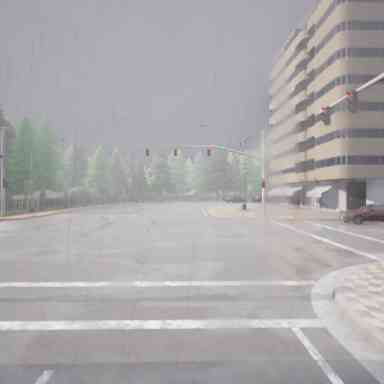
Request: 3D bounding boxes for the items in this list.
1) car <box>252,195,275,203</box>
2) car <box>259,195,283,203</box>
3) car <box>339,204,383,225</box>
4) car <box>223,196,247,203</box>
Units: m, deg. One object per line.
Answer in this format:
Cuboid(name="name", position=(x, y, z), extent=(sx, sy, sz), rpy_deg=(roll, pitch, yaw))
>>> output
Cuboid(name="car", position=(14.204, 1.515, 67.860), extent=(4.674, 1.442, 1.812), rpy_deg=(0, 0, -34))
Cuboid(name="car", position=(17.555, 1.513, 73.762), extent=(4.902, 1.511, 2.128), rpy_deg=(0, 0, -23))
Cuboid(name="car", position=(13.167, 1.577, 24.113), extent=(4.674, 1.442, 1.812), rpy_deg=(0, 0, -1))
Cuboid(name="car", position=(8.891, 1.536, 68.158), extent=(5.357, 1.411, 2.033), rpy_deg=(0, 0, -38))
